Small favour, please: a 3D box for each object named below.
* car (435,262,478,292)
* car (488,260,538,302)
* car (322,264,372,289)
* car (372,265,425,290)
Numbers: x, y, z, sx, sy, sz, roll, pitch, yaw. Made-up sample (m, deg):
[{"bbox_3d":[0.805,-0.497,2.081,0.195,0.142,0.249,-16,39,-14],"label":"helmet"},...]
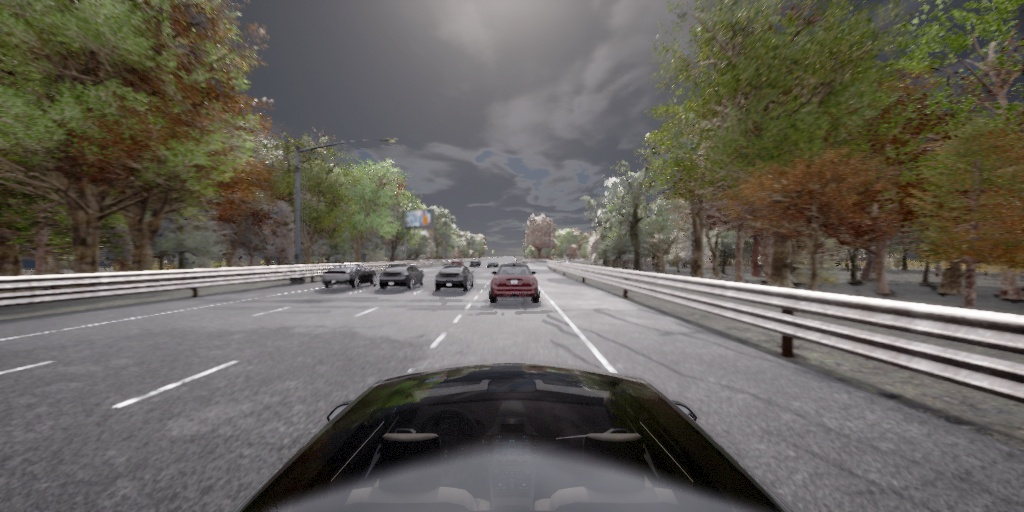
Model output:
[{"bbox_3d":[-3.401,1.293,21.803,1.837,1.490,4.892,0,0,0],"label":"car"},{"bbox_3d":[0.099,1.130,17.342,2.097,1.767,4.553,0,0,0],"label":"car"},{"bbox_3d":[-10.400,1.283,23.340,2.128,1.511,4.902,0,0,0],"label":"car"},{"bbox_3d":[-6.901,1.296,22.887,1.837,1.490,4.892,0,0,0],"label":"car"}]
